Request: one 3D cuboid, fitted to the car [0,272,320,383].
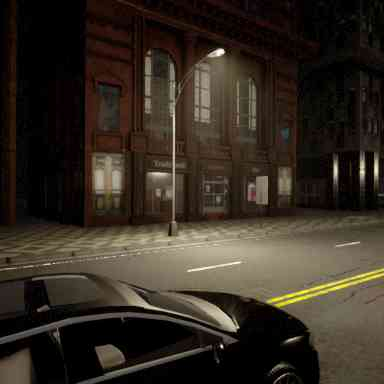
[{"bbox_3d":[-0.922,1.492,2.782,4.902,1.511,2.128,0,0,-35],"label":"car"}]
